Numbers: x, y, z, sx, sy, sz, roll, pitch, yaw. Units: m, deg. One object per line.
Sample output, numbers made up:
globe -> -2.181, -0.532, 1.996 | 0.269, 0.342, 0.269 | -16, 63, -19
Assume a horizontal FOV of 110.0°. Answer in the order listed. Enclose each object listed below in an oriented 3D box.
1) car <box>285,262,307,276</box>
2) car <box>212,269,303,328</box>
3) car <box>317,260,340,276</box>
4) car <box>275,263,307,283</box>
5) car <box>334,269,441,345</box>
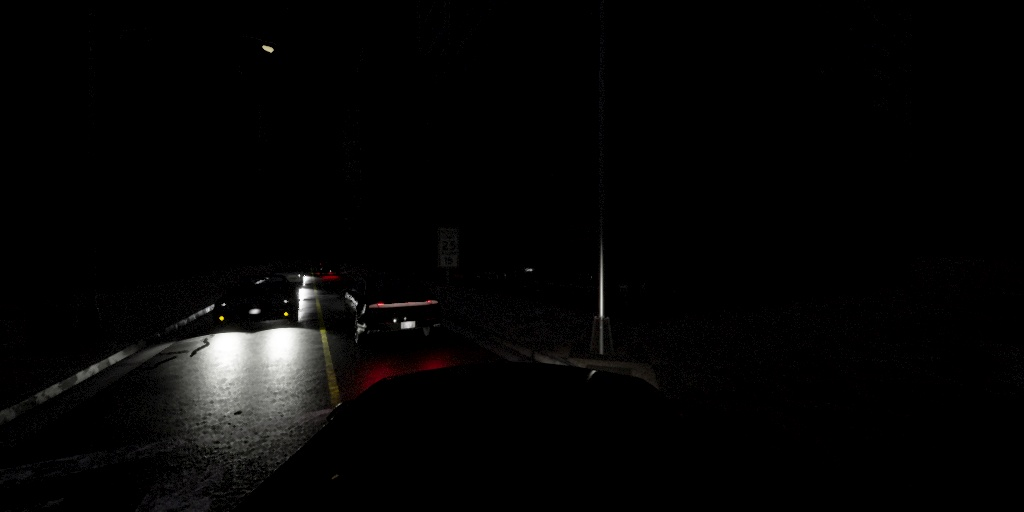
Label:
car -> -23.325, 1.367, 38.821 | 1.895, 1.301, 4.718 | 0, 0, -30
car -> -7.971, 1.313, 11.487 | 1.994, 1.385, 4.181 | 0, 0, -29
car -> -19.448, 1.269, 38.191 | 1.837, 1.490, 4.892 | 0, 0, -29
car -> -15.516, 1.357, 24.832 | 1.895, 1.301, 4.718 | 0, 0, -30
car -> -3.391, 1.244, 9.691 | 2.128, 1.511, 4.902 | 0, 0, -30
